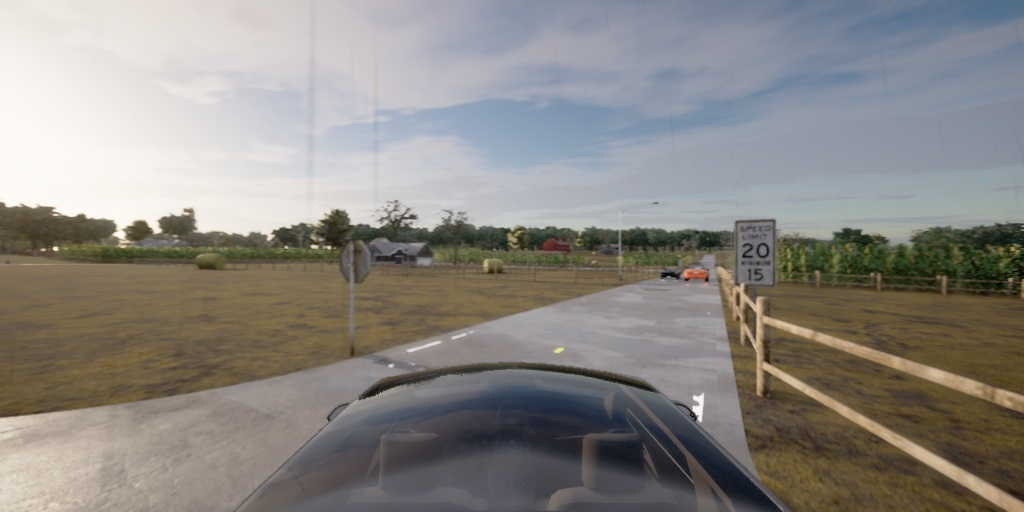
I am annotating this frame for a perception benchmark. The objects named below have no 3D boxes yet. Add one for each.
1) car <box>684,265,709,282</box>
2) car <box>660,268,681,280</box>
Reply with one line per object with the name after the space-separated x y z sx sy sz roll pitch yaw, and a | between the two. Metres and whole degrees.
19.089 1.692 36.977 2.097 1.767 4.553 0 -1 30 | car
18.322 2.017 41.334 1.895 1.301 4.718 0 -1 29 | car
